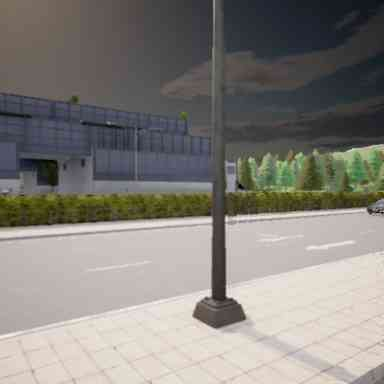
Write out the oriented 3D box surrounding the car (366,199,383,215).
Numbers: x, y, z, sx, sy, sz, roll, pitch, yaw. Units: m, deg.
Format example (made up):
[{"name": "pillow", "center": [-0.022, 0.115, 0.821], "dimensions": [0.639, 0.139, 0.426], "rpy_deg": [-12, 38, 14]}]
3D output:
[{"name": "car", "center": [18.289, 1.423, 31.206], "dimensions": [4.892, 1.490, 1.837], "rpy_deg": [0, 0, -36]}]
